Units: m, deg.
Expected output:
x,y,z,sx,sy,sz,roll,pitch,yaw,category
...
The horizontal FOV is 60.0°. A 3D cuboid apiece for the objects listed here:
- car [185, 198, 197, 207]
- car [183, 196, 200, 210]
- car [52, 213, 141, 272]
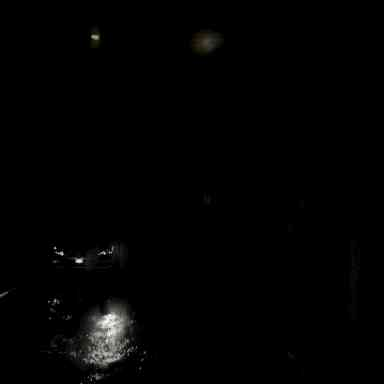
x,y,z,sx,sy,sz,roll,pitch,yaw,category
-0.112,1.597,53.641,1.895,1.301,4.718,0,0,0,car
-0.083,1.341,43.332,2.097,1.767,4.553,0,0,0,car
-2.821,1.499,10.778,1.837,1.490,4.892,0,0,0,car
